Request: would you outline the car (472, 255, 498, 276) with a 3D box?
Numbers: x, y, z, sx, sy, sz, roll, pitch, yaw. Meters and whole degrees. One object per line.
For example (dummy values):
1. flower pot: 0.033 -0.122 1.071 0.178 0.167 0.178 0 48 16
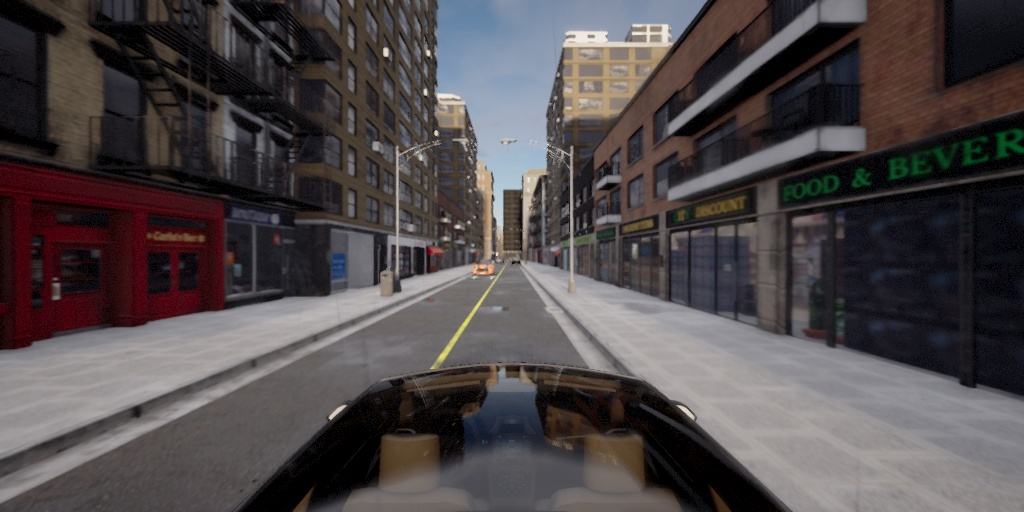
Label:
1. car: -2.836 1.091 36.838 2.097 1.767 4.553 0 0 0
